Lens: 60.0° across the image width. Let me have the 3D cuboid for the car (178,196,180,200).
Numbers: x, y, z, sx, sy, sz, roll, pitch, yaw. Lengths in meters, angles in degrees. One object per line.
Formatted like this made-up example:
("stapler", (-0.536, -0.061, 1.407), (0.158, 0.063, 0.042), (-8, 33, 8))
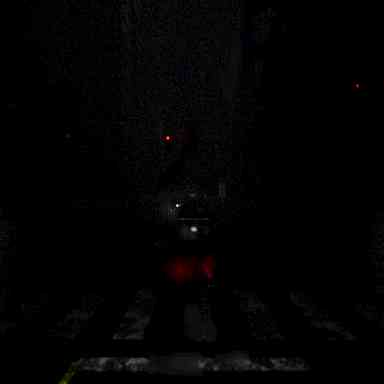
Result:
("car", (-3.000, 1.351, 56.863), (1.895, 1.301, 4.718), (0, 0, 1))

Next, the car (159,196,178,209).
("car", (-3.059, 1.342, 41.557), (1.812, 1.442, 4.674), (0, 0, 0))

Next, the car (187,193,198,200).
("car", (0.082, 1.320, 64.379), (1.895, 1.301, 4.718), (0, 0, 0))

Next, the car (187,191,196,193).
("car", (0.104, 0.864, 74.377), (2.150, 2.045, 5.566), (0, 0, 0))

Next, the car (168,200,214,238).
("car", (0.095, 1.396, 16.923), (2.128, 1.511, 4.902), (0, 0, 0))
